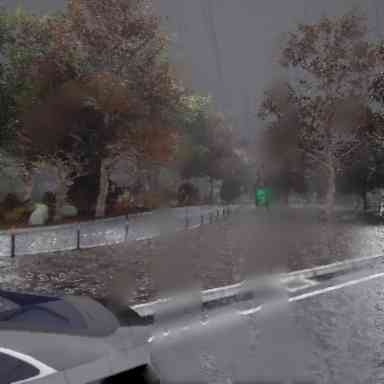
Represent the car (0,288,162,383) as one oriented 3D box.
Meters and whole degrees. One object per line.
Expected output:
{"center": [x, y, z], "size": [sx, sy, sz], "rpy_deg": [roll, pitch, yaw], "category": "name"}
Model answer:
{"center": [-2.505, 1.484, 1.887], "size": [4.902, 1.511, 2.128], "rpy_deg": [0, 0, -35], "category": "car"}
